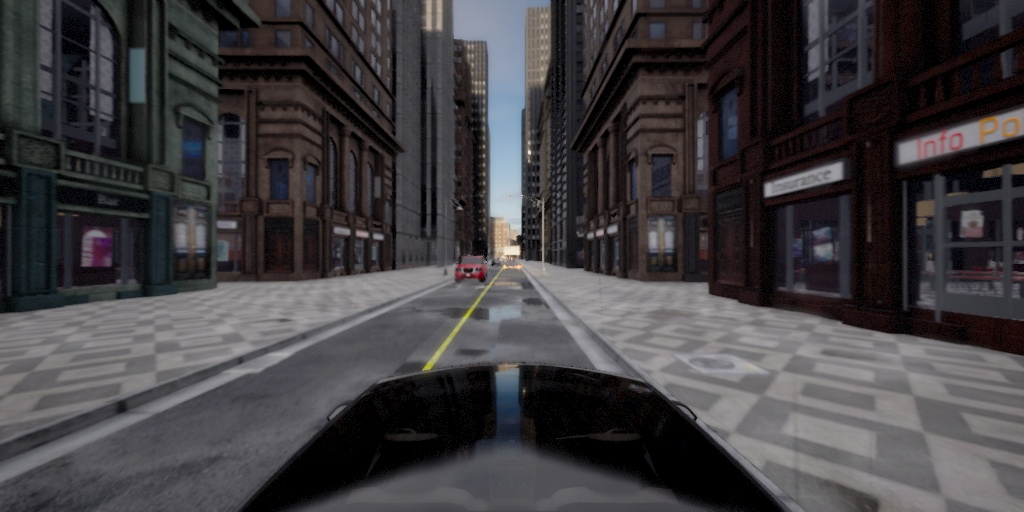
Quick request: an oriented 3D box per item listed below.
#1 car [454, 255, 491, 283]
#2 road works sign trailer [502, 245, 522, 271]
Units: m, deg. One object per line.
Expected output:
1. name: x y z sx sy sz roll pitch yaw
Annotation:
1. car: -3.122 0.979 28.269 2.150 2.045 5.566 0 0 0
2. road works sign trailer: -0.045 0.261 50.450 2.380 3.560 2.880 0 0 0
